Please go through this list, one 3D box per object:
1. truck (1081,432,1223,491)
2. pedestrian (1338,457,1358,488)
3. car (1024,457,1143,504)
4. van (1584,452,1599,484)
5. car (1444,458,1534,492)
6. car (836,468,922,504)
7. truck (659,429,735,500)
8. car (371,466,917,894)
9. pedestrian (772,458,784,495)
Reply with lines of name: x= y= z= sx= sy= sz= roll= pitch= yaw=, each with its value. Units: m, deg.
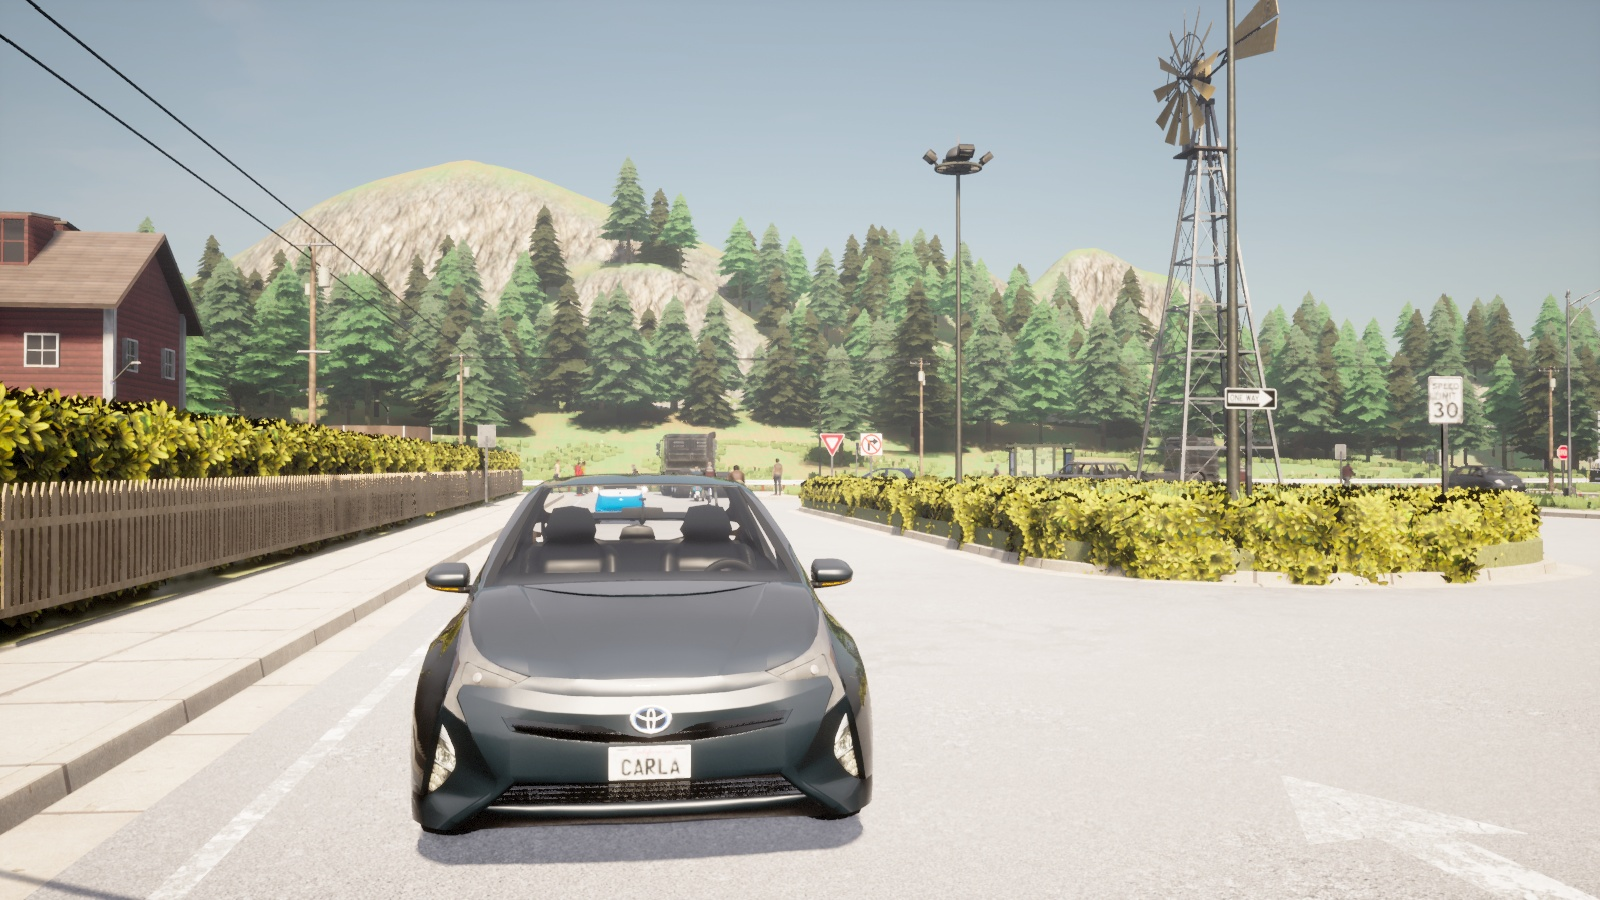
truck: x=21.508 y=0.675 z=76.748 sx=7.936 sy=3.462 sz=2.891 roll=-1 pitch=-1 yaw=-15
pedestrian: x=32.552 y=1.324 z=74.554 sx=0.899 sy=1.844 sz=0.634 roll=0 pitch=-1 yaw=-22
car: x=11.524 y=1.218 z=51.289 sx=1.932 sy=1.855 sz=4.605 roll=0 pitch=-1 yaw=-35
van: x=53.348 y=1.155 z=80.930 sx=4.480 sy=2.038 sz=2.069 roll=0 pitch=-1 yaw=-8
car: x=34.299 y=1.252 z=62.631 sx=1.851 sy=1.617 sz=3.988 roll=0 pitch=-1 yaw=-9
car: x=3.414 y=1.526 z=54.312 sx=3.633 sy=1.501 sz=1.845 roll=-1 pitch=-1 yaw=3
truck: x=-5.482 y=0.757 z=65.464 sx=2.891 sy=3.462 sz=7.936 roll=0 pitch=-1 yaw=-13
car: x=-0.869 y=0.862 z=6.907 sx=2.007 sy=1.525 sz=4.514 roll=0 pitch=-1 yaw=-8
pedestrian: x=-1.085 y=1.299 z=61.190 sx=0.328 sy=1.805 sz=0.869 roll=0 pitch=-1 yaw=-16
